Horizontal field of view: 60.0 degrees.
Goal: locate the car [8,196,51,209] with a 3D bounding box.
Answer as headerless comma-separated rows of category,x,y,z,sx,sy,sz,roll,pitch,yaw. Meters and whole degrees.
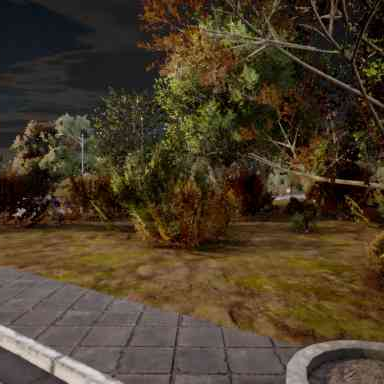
car,-20.746,1.275,42.635,1.812,1.442,4.674,0,0,32

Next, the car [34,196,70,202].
car,-17.483,1.125,41.249,2.097,1.767,4.553,0,0,32
